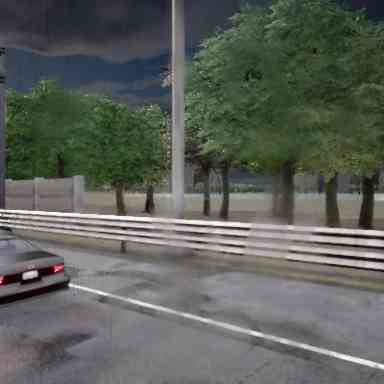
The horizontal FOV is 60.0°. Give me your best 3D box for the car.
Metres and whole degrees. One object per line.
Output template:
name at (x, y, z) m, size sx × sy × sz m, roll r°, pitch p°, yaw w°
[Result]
car at (-5.018, 1.583, 7.585) m, size 5.357 × 1.411 × 2.033 m, roll 0°, pitch 0°, yaw 36°
